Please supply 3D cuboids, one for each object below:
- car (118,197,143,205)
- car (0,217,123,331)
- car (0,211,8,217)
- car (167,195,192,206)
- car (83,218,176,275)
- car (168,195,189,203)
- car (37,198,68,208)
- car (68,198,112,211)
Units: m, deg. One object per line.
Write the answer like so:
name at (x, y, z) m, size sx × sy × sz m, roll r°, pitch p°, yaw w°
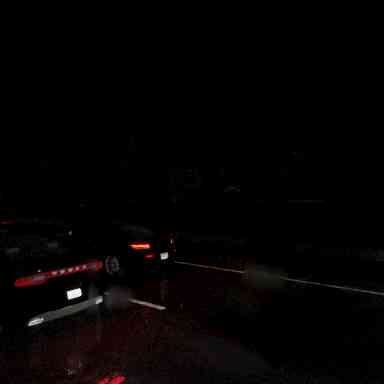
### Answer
car at (-11.057, 1.601, 59.777) m, size 1.895 × 1.301 × 4.718 m, roll 0°, pitch 0°, yaw 36°
car at (-3.898, 1.478, 6.760) m, size 5.008 × 1.535 × 1.882 m, roll 0°, pitch 0°, yaw 35°
car at (-10.084, 1.505, 15.456) m, size 4.892 × 1.490 × 1.837 m, roll 0°, pitch 0°, yaw 36°
car at (-2.064, 1.477, 54.299) m, size 1.882 × 1.535 × 5.008 m, roll 0°, pitch 0°, yaw 36°
car at (-2.607, 1.526, 10.129) m, size 4.674 × 1.442 × 1.812 m, roll 0°, pitch 0°, yaw 35°
car at (-2.852, 1.469, 70.876) m, size 1.812 × 1.442 × 4.674 m, roll 0°, pitch 0°, yaw 36°
car at (-19.532, 1.547, 48.191) m, size 2.033 × 1.411 × 5.357 m, roll 0°, pitch 0°, yaw 36°
car at (-12.088, 1.506, 40.580) m, size 1.837 × 1.490 × 4.892 m, roll 0°, pitch 0°, yaw 36°
